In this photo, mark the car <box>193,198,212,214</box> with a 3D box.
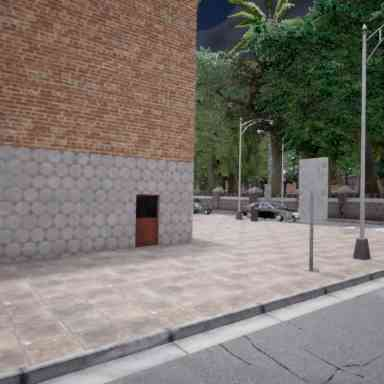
[{"bbox_3d":[0.049,1.338,33.757,2.097,1.767,4.553,2,-1,-36],"label":"car"}]

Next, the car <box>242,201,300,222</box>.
[{"bbox_3d":[5.982,1.484,25.540,2.128,1.511,4.902,2,-1,-36],"label":"car"}]
